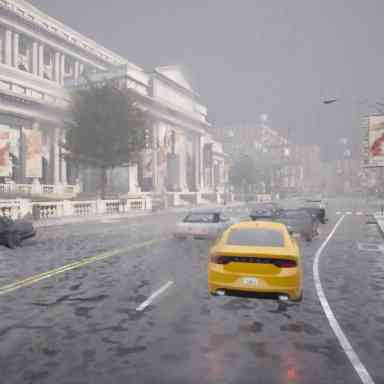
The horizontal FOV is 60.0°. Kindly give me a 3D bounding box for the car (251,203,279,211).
[{"bbox_3d":[6.159,1.547,26.674,2.033,1.411,5.357,0,0,27],"label":"car"}]

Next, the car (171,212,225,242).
[{"bbox_3d":[0.863,1.601,15.884,1.895,1.301,4.718,0,0,24],"label":"car"}]

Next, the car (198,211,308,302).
[{"bbox_3d":[1.709,1.478,8.472,1.882,1.535,5.008,0,0,15],"label":"car"}]

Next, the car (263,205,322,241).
[{"bbox_3d":[5.179,1.564,16.767,1.994,1.385,4.181,0,0,26],"label":"car"}]

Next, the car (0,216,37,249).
[{"bbox_3d":[-8.293,1.548,12.208,2.033,1.411,5.357,0,0,18],"label":"car"}]

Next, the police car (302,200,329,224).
[{"bbox_3d":[9.193,1.425,25.118,1.930,1.638,5.238,0,0,27],"label":"police car"}]
